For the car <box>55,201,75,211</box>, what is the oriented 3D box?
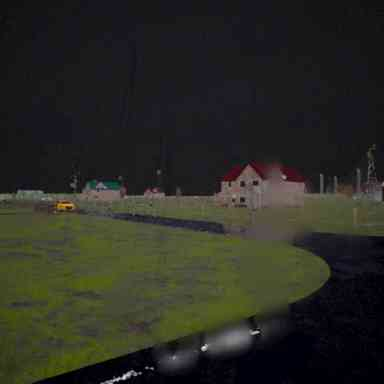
[{"bbox_3d":[-19.066,2.043,49.737,1.882,1.535,5.008,2,-2,-36],"label":"car"}]
